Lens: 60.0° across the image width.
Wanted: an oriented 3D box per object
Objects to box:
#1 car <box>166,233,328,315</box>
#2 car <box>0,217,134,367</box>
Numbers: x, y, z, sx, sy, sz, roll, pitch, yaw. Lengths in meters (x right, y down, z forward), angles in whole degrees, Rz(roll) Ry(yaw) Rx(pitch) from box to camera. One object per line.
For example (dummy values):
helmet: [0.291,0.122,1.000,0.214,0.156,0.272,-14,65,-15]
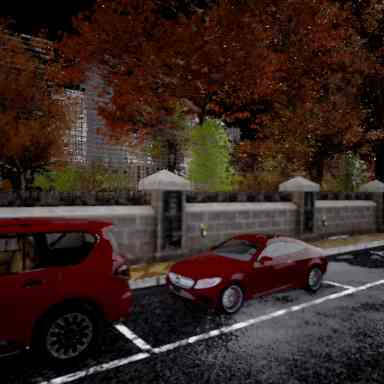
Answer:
car: [1.416,1.626,7.574,4.206,1.307,1.802,1,0,-36]
car: [-3.204,1.313,4.270,5.009,1.841,2.192,1,0,-36]
